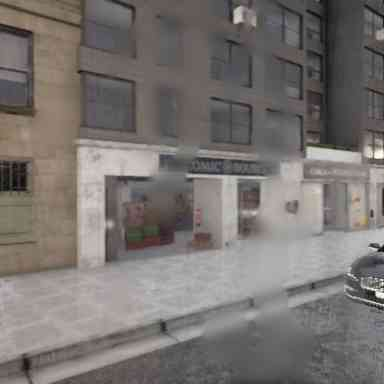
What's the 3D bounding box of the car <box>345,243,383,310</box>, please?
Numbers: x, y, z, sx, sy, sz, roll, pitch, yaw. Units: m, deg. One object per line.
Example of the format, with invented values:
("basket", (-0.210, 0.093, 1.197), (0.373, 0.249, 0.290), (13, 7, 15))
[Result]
("car", (5.171, 1.503, 6.984), (4.892, 1.490, 1.837), (1, 0, -35))
